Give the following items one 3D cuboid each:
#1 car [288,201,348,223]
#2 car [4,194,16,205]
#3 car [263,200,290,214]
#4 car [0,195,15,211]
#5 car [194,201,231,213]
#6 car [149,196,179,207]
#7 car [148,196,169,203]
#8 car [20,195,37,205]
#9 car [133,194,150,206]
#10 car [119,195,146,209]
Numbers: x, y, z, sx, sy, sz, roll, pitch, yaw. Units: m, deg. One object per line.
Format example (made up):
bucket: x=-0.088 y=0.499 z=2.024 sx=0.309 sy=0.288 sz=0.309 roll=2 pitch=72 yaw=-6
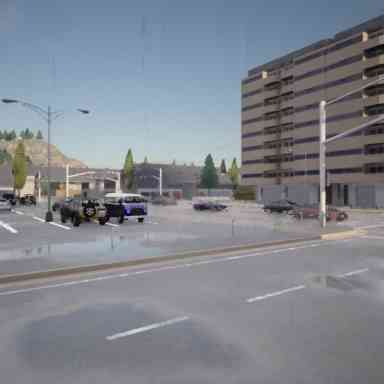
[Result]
car: x=10.168 y=1.619 z=26.497 sx=1.994 sy=1.385 sz=4.181 roll=0 pitch=0 yaw=-33
car: x=-29.688 y=1.212 z=53.706 sx=1.905 sy=1.878 sz=3.866 roll=0 pitch=0 yaw=-35
car: x=9.466 y=1.560 z=33.723 sx=1.837 sy=1.490 sz=4.892 roll=0 pitch=0 yaw=-35
car: x=-21.832 y=1.451 z=37.872 sx=1.970 sy=1.475 sz=3.806 roll=0 pitch=0 yaw=-35
car: x=2.247 y=1.656 z=37.842 sx=1.895 sy=1.301 sz=4.718 roll=0 pitch=0 yaw=-35
car: x=-4.219 y=1.603 z=53.025 sx=2.033 sy=1.411 sz=5.357 roll=0 pitch=0 yaw=-35
car: x=-6.997 y=1.546 z=69.324 sx=2.128 sy=1.511 sz=4.902 roll=0 pitch=0 yaw=-35
car: x=-27.292 y=1.209 z=55.329 sx=1.932 sy=1.855 sz=4.605 roll=0 pitch=0 yaw=-35
car: x=-9.309 y=1.547 z=66.534 sx=2.128 sy=1.511 sz=4.902 roll=0 pitch=0 yaw=-35
car: x=-9.865 y=1.656 z=54.989 sx=1.895 sy=1.301 sz=4.718 roll=0 pitch=0 yaw=-35
